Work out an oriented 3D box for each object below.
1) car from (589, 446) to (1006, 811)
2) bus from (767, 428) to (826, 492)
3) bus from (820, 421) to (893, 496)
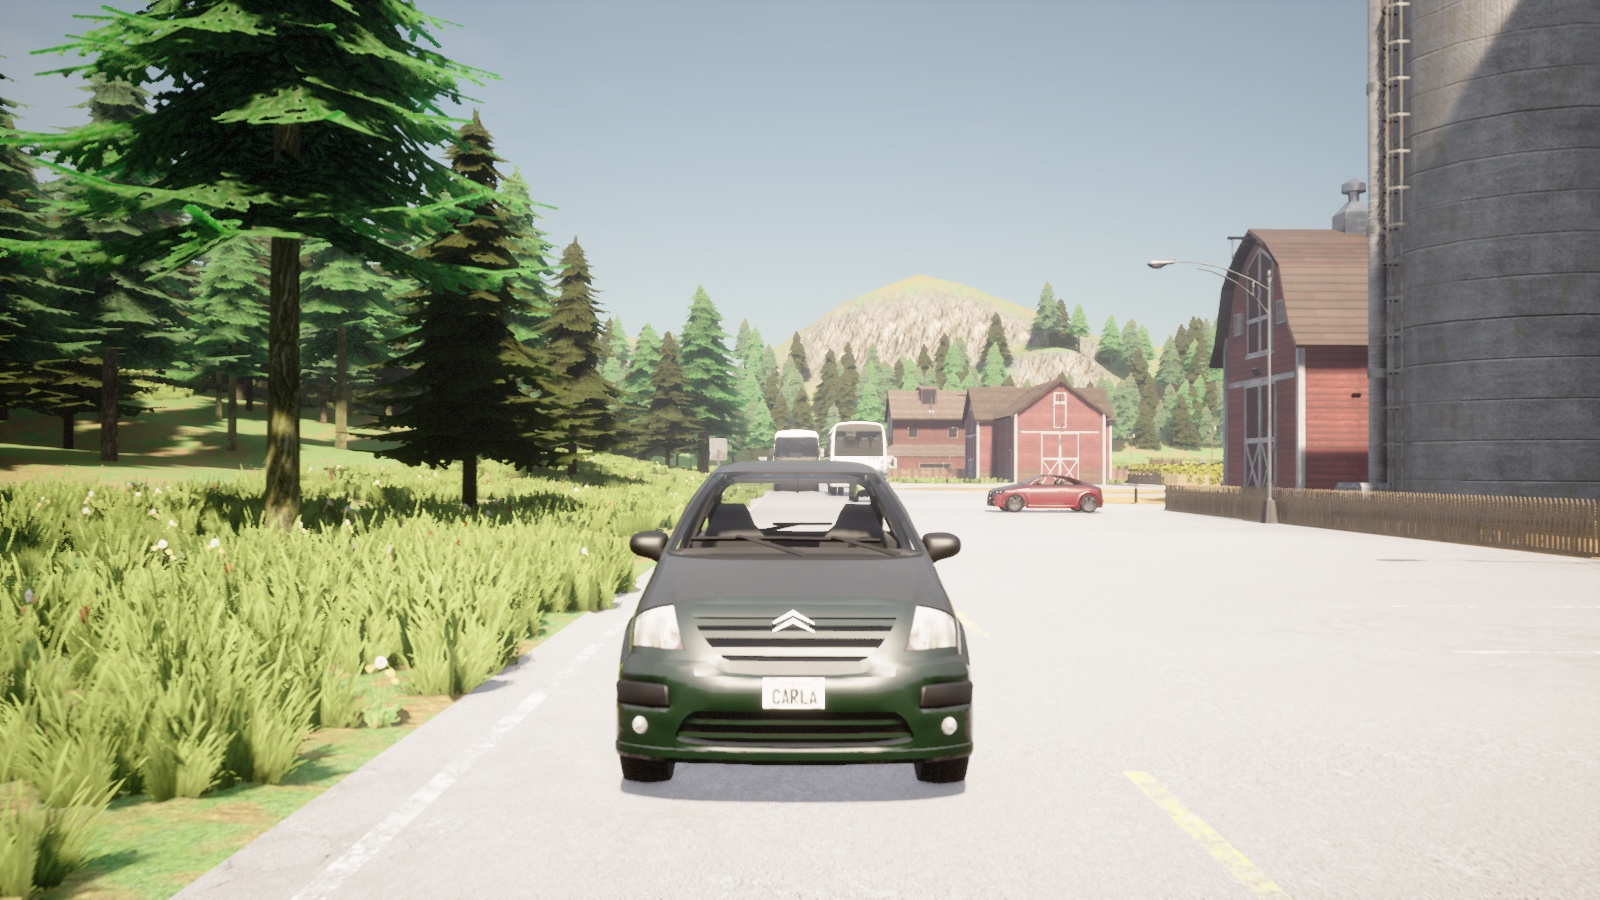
[{"bbox_3d":[-0.019,0.822,7.593,1.851,1.617,3.988,0,-1,0],"label":"car"},{"bbox_3d":[-0.220,0.749,88.577,3.944,4.253,10.273,0,-1,0],"label":"bus"},{"bbox_3d":[3.311,0.554,76.399,3.944,4.253,10.273,0,-1,0],"label":"bus"}]
